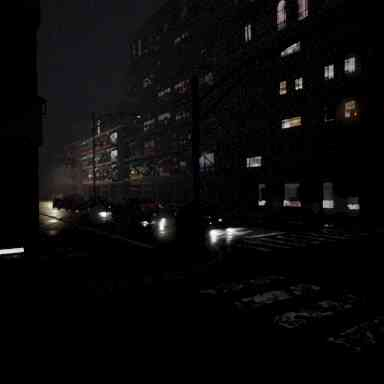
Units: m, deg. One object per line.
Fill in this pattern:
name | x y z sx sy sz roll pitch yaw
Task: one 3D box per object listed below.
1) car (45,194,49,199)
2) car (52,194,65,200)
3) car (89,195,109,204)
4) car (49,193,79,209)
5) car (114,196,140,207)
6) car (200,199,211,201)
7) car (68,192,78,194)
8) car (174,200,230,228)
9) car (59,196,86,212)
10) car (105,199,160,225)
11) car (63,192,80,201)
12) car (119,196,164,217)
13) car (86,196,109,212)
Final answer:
car | -34.832 1.076 83.389 1.752 1.417 4.829 -1 1 -35
car | -31.514 1.125 78.568 2.008 1.369 4.403 -1 1 -35
car | -15.501 1.217 55.303 1.752 1.417 4.829 -1 1 -35
car | -15.862 1.313 41.049 1.967 1.590 4.097 -1 1 -35
car | -9.058 1.267 45.942 1.752 1.417 4.829 -1 1 -35
car | 0.788 1.360 31.821 1.887 1.381 4.507 -1 1 -35
car | -19.807 1.210 56.810 2.128 1.511 4.902 -1 1 -35
car | 0.585 1.508 21.720 1.994 1.385 4.181 -1 1 -34
car | -12.640 1.449 36.369 2.008 1.369 4.403 -1 1 -35
car | -4.406 1.510 24.178 1.887 1.381 4.507 -1 1 -35
car | -25.072 0.936 69.204 2.192 1.841 5.009 -1 1 -35
car | -4.310 1.258 28.825 2.097 1.767 4.553 -1 1 -35
car | -9.906 1.426 36.971 1.994 1.385 4.181 -1 1 -35
